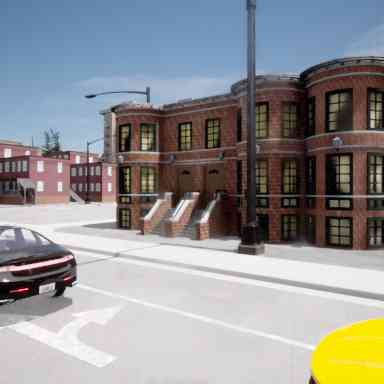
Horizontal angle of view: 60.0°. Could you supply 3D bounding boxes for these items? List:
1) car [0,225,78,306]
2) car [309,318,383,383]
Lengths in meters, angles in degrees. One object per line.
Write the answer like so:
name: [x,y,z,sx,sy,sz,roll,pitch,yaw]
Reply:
car: [-4.569,1.492,7.263,4.902,1.511,2.128,0,0,34]
car: [3.198,1.478,1.713,5.008,1.535,1.882,0,0,36]
